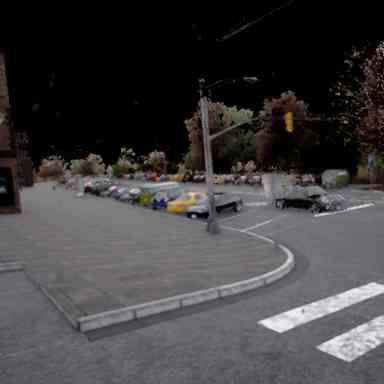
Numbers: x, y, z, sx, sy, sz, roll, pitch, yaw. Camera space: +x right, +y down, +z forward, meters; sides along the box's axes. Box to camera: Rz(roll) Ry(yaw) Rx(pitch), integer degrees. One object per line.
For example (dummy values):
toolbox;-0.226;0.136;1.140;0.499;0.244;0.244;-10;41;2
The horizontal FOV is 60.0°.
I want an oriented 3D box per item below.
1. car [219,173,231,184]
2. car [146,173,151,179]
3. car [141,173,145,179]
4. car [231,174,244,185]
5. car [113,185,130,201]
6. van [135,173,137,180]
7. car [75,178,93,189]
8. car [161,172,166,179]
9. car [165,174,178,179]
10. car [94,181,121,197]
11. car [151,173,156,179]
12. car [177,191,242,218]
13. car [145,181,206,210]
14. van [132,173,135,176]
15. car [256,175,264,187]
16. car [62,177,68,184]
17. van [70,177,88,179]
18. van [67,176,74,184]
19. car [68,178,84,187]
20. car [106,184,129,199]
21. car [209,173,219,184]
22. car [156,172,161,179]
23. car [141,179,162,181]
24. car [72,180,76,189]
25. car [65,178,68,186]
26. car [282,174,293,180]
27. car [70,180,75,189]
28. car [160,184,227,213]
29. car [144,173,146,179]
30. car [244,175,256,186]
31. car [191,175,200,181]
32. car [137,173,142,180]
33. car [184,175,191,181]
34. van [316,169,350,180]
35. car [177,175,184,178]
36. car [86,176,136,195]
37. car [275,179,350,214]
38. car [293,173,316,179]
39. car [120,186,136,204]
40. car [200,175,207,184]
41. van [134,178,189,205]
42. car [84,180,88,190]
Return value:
car;6.810;-2.066;51.110;2.185;1.767;4.553;1;6;43
car;-7.406;-3.729;80.430;5.566;2.045;2.435;-8;6;-44
car;-9.850;-3.744;85.864;4.792;1.488;2.163;-7;6;-44
car;8.222;-1.774;48.528;2.002;1.452;4.674;1;6;42
car;-5.602;0.210;35.821;2.002;1.452;4.674;0;7;41
van;-12.420;-4.279;91.150;4.442;1.987;1.878;-8;7;-44
car;-17.908;-1.171;60.029;2.185;1.767;4.553;1;7;44
car;-3.707;-3.163;72.319;4.553;1.767;2.185;-8;6;-45
car;-2.422;-2.897;69.667;2.097;1.535;5.008;1;6;45
car;-9.850;-0.179;43.816;2.002;1.452;4.674;1;7;42
car;-6.302;-3.316;77.596;5.366;1.575;1.946;-8;7;-44
car;1.605;0.835;22.613;2.163;1.488;4.792;0;7;40
car;-1.254;0.423;27.863;2.185;1.767;4.553;0;7;40
van;-13.651;-4.426;93.858;4.442;1.987;1.878;-8;7;-44
car;10.921;-1.546;43.181;1.946;1.575;5.366;1;6;42
car;-28.010;-2.465;81.860;5.566;2.045;2.435;-10;8;-44
van;-22.940;-1.864;71.021;4.442;1.987;1.878;-10;7;-44
van;-25.433;-2.160;76.498;4.442;1.987;1.878;-10;7;-44
car;-21.876;-1.459;68.087;5.366;1.575;1.946;-10;8;-44
car;-7.042;0.083;38.478;2.002;1.452;4.674;0;7;42
car;5.595;-2.095;53.901;1.946;1.575;5.366;1;6;43
car;-4.936;-3.184;75.034;4.892;1.521;2.231;-8;6;-44
car;-5.435;-0.613;45.644;1.812;1.442;4.674;-6;6;-27
car;-19.198;-1.188;62.763;2.231;1.521;4.892;1;8;45
car;-26.738;-2.070;79.170;5.008;1.535;2.097;-10;7;-44
car;12.590;-1.456;40.871;1.946;1.575;5.366;0;6;41
car;-20.494;-1.331;65.485;2.097;1.535;5.008;0;7;45
car;0.390;0.639;25.416;1.946;1.575;5.366;0;7;40
car;-8.657;-3.591;83.112;4.792;1.488;2.163;-8;7;-44
car;9.624;-1.646;45.923;2.002;1.452;4.674;1;6;42
car;2.774;-2.342;59.031;2.097;1.535;5.008;1;6;44
car;-11.231;-3.903;88.414;5.366;1.575;1.946;-8;7;-44
car;1.443;-2.446;61.657;2.163;1.488;4.792;2;7;44
van;15.288;-1.406;35.470;1.878;1.987;4.442;1;6;41
car;0.175;-2.591;64.366;2.163;1.488;4.792;1;6;44
car;-11.247;-0.605;46.498;2.435;2.045;5.566;0;7;43
car;7.695;0.313;21.966;2.097;1.767;4.553;-7;5;-30
car;13.884;-1.435;38.116;2.185;1.767;4.553;0;6;41
car;-4.170;0.299;33.165;2.231;1.521;4.892;0;7;41
car;4.136;-2.335;56.405;2.185;1.767;4.553;1;6;43
van;-2.646;0.183;30.597;1.878;1.987;4.442;0;7;41
car;-15.291;-0.762;54.592;2.097;1.535;5.008;1;7;44
